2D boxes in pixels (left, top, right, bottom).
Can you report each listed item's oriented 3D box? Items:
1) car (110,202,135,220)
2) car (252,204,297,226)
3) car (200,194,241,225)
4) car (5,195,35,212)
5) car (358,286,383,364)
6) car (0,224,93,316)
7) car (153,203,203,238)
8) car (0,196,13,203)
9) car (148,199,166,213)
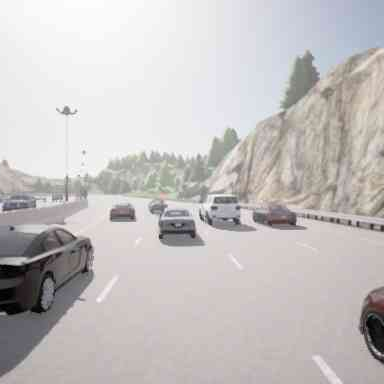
[{"bbox_3d":[-5.833,1.538,28.144,1.994,1.385,4.181,0,0,-9],"label":"car"},{"bbox_3d":[5.523,1.522,22.813,1.994,1.385,4.181,0,0,-7],"label":"car"},{"bbox_3d":[1.882,1.186,23.934,2.150,2.045,5.566,0,0,-8],"label":"car"},{"bbox_3d":[-17.958,1.209,35.057,2.150,2.045,5.566,0,0,-12],"label":"car"},{"bbox_3d":[3.456,1.553,3.186,1.994,1.385,4.181,0,0,-1],"label":"car"},{"bbox_3d":[-3.684,1.475,7.579,1.882,1.535,5.008,0,0,-3],"label":"car"},{"bbox_3d":[-0.879,1.526,17.541,2.033,1.411,5.357,0,0,-6],"label":"car"},{"bbox_3d":[-39.420,1.498,70.003,2.033,1.411,5.357,0,0,-19],"label":"car"},{"bbox_3d":[-3.758,1.506,36.506,2.033,1.411,5.357,0,0,-11],"label":"car"}]
